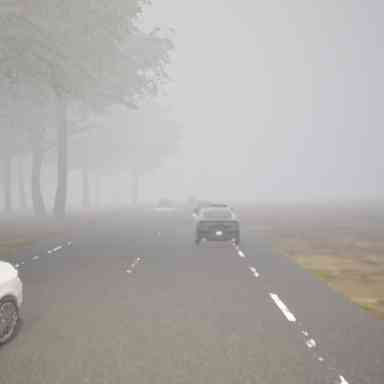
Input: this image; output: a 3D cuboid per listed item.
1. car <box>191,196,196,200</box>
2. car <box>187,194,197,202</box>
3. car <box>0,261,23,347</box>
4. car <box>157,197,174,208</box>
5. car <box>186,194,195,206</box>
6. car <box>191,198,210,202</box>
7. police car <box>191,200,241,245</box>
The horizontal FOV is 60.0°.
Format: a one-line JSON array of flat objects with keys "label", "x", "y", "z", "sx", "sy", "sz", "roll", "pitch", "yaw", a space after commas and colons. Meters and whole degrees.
[{"label": "car", "x": 1.052, "y": 1.411, "z": 31.355, "sx": 1.837, "sy": 1.490, "sz": 4.892, "roll": 0, "pitch": 0, "yaw": 0}, {"label": "car", "x": 0.006, "y": 1.227, "z": 70.750, "sx": 1.882, "sy": 1.535, "sz": 5.008, "roll": 0, "pitch": 0, "yaw": 0}, {"label": "car", "x": -3.600, "y": 1.512, "z": 3.553, "sx": 1.812, "sy": 1.442, "sz": 4.674, "roll": 0, "pitch": 0, "yaw": 0}, {"label": "car", "x": -3.577, "y": 1.441, "z": 45.460, "sx": 1.994, "sy": 1.385, "sz": 4.181, "roll": 0, "pitch": 0, "yaw": 0}, {"label": "car", "x": 0.004, "y": 1.419, "z": 50.210, "sx": 2.033, "sy": 1.411, "sz": 5.357, "roll": 0, "pitch": 0, "yaw": 0}, {"label": "car", "x": 1.052, "y": 1.426, "z": 25.353, "sx": 1.837, "sy": 1.490, "sz": 4.892, "roll": 0, "pitch": 0, "yaw": 0}, {"label": "police car", "x": 1.051, "y": 1.372, "z": 15.460, "sx": 1.930, "sy": 1.638, "sz": 5.238, "roll": 0, "pitch": 0, "yaw": 0}]
